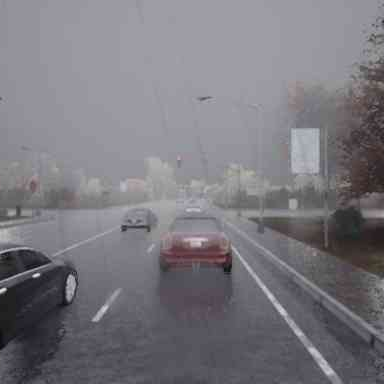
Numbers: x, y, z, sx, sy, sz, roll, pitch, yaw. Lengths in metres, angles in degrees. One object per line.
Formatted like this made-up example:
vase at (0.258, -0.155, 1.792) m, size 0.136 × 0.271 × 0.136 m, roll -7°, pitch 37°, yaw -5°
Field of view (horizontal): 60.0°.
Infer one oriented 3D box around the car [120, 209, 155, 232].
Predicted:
car at (-3.388, 1.799, 21.983) m, size 2.033 × 1.411 × 5.357 m, roll 0°, pitch -1°, yaw 0°

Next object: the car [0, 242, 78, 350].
car at (-3.396, 1.565, 5.352) m, size 1.837 × 1.490 × 4.892 m, roll 0°, pitch -1°, yaw 0°

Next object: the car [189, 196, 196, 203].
car at (0.062, 2.580, 93.465) m, size 1.812 × 1.442 × 4.674 m, roll 0°, pitch -1°, yaw 0°

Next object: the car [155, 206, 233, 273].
car at (0.108, 1.483, 11.320) m, size 2.097 × 1.767 × 4.553 m, roll 0°, pitch -1°, yaw 0°

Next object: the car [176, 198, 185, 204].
car at (-3.438, 2.607, 93.433) m, size 1.994 × 1.385 × 4.181 m, roll 0°, pitch -1°, yaw 0°
